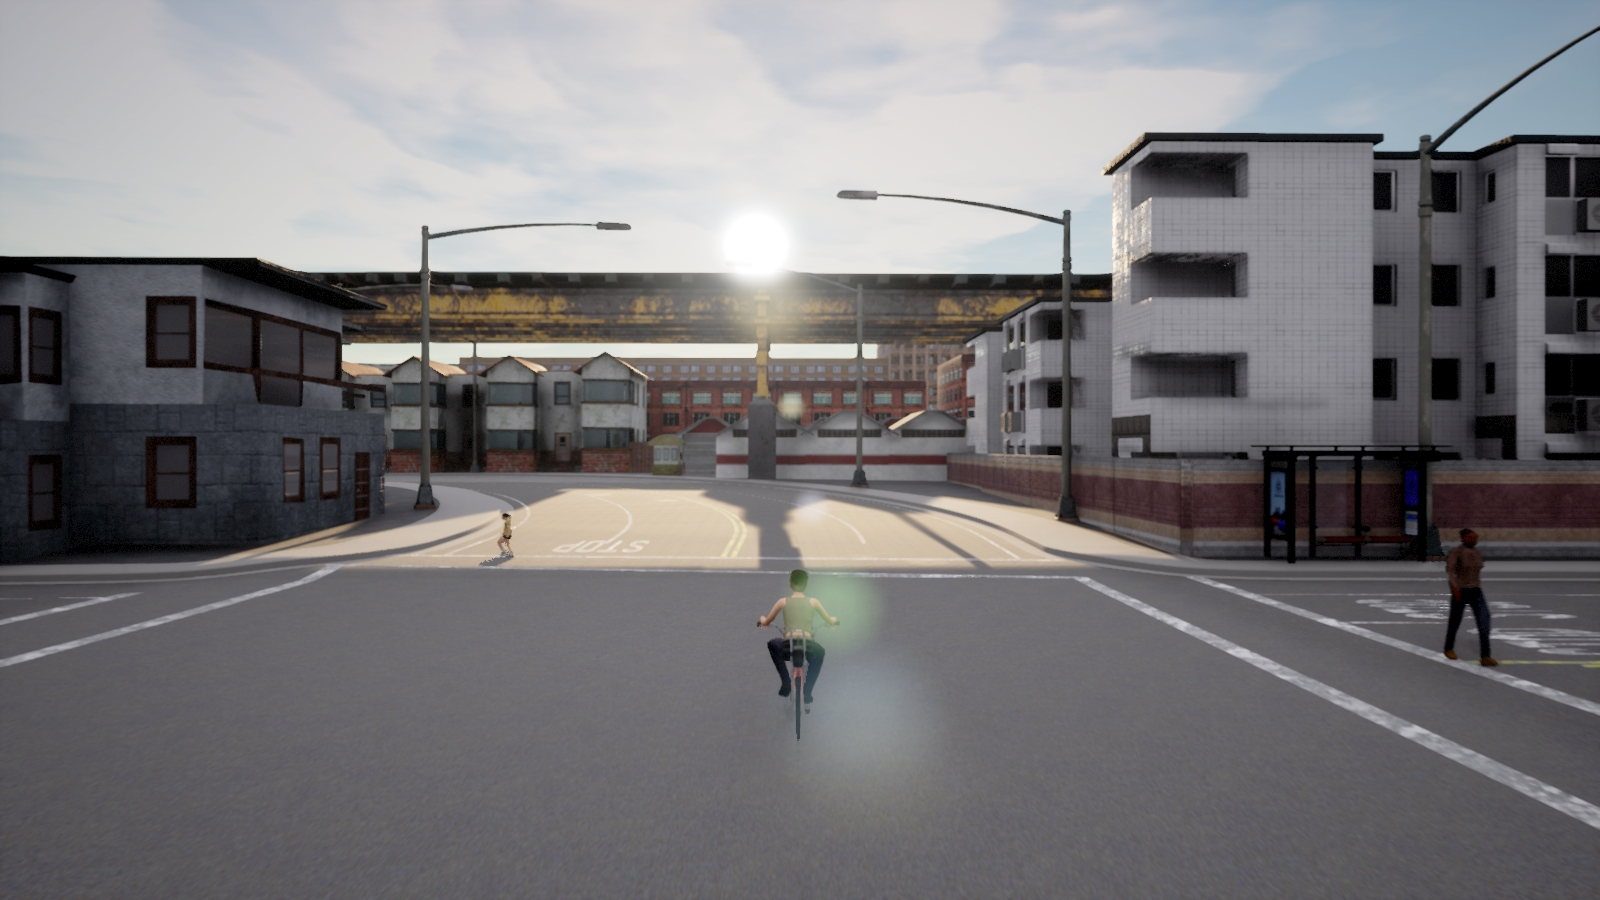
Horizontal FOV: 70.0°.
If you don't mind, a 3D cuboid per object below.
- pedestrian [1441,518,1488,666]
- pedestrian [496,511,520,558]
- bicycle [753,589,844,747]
[{"bbox_3d":[8.579,1.825,14.755,0.375,1.860,0.375,0,0,-1],"label":"pedestrian"},{"bbox_3d":[-7.062,2.035,27.657,0.500,1.100,0.500,0,0,-8],"label":"pedestrian"},{"bbox_3d":[-0.014,2.144,11.509,0.859,1.301,1.487,0,0,0],"label":"bicycle"}]
